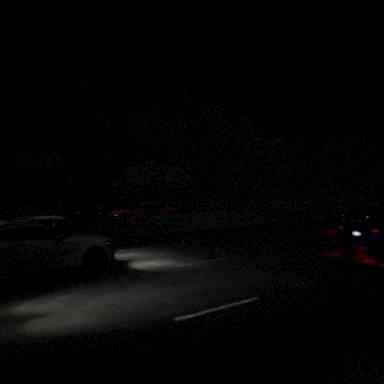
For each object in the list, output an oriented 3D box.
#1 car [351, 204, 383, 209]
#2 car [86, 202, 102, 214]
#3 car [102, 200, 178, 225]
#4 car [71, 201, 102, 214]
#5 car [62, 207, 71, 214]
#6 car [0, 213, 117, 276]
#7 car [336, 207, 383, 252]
[{"bbox_3d":[10.876,1.469,20.108,4.674,1.442,1.812,0,0,-36],"label":"car"},{"bbox_3d":[-5.363,1.638,25.842,4.718,1.301,1.895,0,0,-36],"label":"car"},{"bbox_3d":[-3.305,1.484,23.010,5.008,1.535,1.882,0,0,-36],"label":"car"},{"bbox_3d":[-7.374,1.481,28.706,4.902,1.511,2.128,0,0,-36],"label":"car"},{"bbox_3d":[-9.404,1.541,31.557,5.357,1.411,2.033,0,0,-36],"label":"car"},{"bbox_3d":[-4.479,1.522,9.151,4.674,1.442,1.812,0,0,-36],"label":"car"},{"bbox_3d":[7.787,1.525,13.603,4.181,1.385,1.994,0,0,-36],"label":"car"}]
